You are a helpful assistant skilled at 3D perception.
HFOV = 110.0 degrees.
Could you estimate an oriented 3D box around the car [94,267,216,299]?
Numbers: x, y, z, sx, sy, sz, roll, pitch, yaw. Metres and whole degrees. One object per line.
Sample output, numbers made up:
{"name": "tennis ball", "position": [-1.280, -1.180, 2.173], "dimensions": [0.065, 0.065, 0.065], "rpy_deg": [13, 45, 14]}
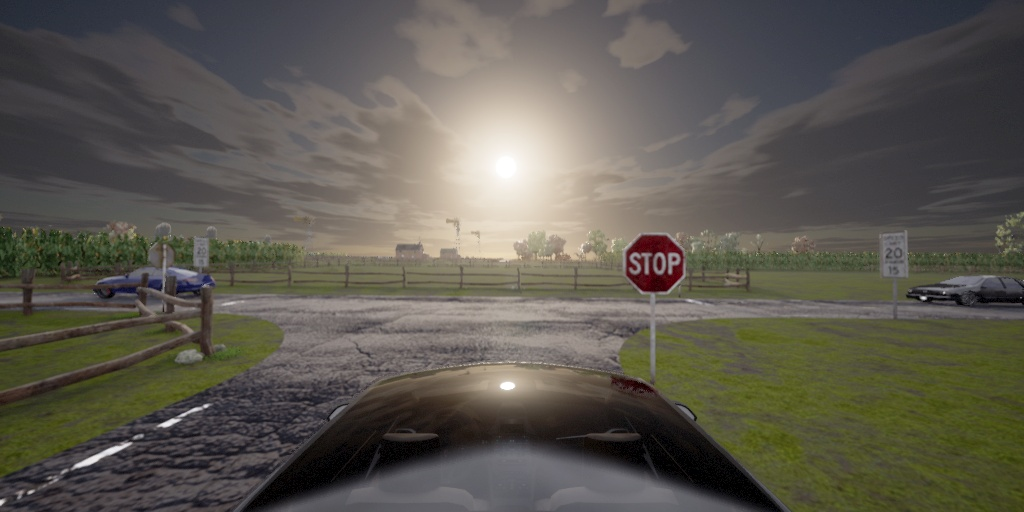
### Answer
{"name": "car", "position": [-16.633, 1.221, 16.878], "dimensions": [4.674, 1.442, 1.812], "rpy_deg": [1, -1, 0]}

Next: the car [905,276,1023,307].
{"name": "car", "position": [22.217, 1.638, 17.040], "dimensions": [5.357, 1.411, 2.033], "rpy_deg": [1, -1, 0]}
